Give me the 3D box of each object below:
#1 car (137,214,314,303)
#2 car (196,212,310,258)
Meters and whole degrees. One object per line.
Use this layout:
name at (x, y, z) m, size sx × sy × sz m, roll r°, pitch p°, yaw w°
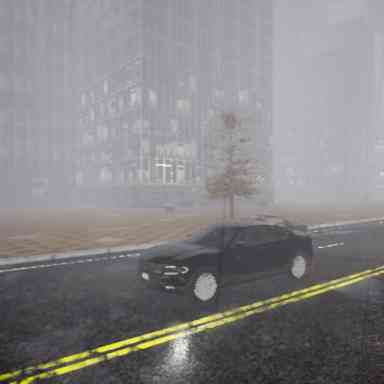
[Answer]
car at (1.038, 1.492, 8.463) m, size 5.008 × 1.535 × 1.882 m, roll 0°, pitch 0°, yaw -36°
car at (2.619, 1.619, 13.648) m, size 4.718 × 1.301 × 1.895 m, roll 0°, pitch 0°, yaw -36°
